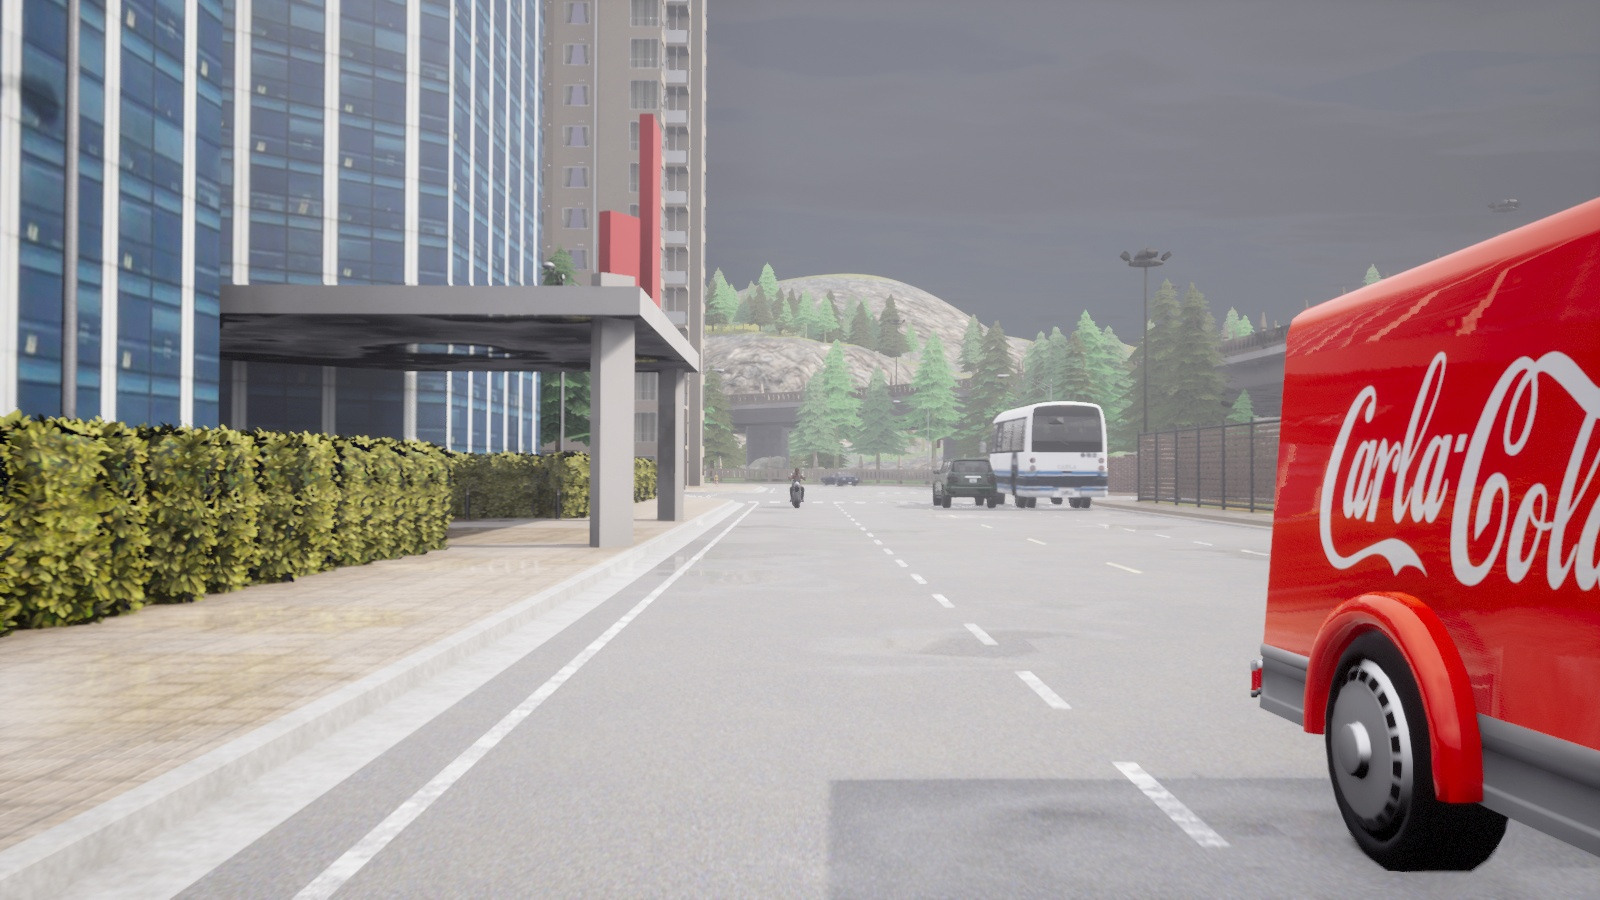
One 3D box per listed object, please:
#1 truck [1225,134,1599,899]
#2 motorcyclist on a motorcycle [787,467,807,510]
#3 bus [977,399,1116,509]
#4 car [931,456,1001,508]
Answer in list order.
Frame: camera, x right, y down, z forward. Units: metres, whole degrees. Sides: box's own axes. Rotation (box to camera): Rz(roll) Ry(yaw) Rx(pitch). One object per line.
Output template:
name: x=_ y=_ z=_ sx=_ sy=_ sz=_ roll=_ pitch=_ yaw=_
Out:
truck: x=3.490 y=0.381 z=3.769 sx=2.627 sy=2.467 sz=5.204 roll=0 pitch=-2 yaw=0
motorcyclist on a motorcycle: x=-0.112 y=1.527 z=50.277 sx=0.766 sy=1.649 sz=2.350 roll=0 pitch=-1 yaw=0
bus: x=10.372 y=0.219 z=54.252 sx=3.944 sy=4.253 sz=10.273 roll=0 pitch=-1 yaw=0
car: x=6.872 y=1.303 z=52.606 sx=2.150 sy=2.045 sz=5.566 roll=0 pitch=-1 yaw=0
